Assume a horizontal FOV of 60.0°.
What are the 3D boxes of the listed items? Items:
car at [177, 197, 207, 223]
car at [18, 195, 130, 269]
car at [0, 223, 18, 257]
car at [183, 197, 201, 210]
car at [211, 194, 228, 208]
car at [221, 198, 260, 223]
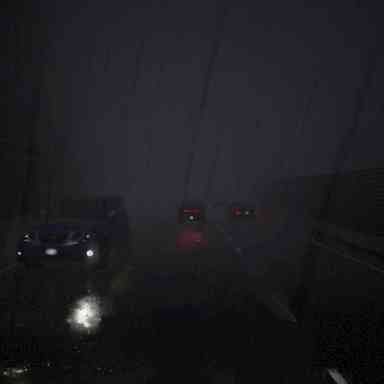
[{"bbox_3d":[-0.008,1.344,23.511,1.837,1.490,4.892,0,1,0],"label":"car"},{"bbox_3d":[-3.542,1.145,11.165,2.150,2.045,5.566,0,0,0],"label":"car"},{"bbox_3d":[-7.110,1.439,9.238,1.837,1.490,4.892,0,1,0],"label":"car"},{"bbox_3d":[-0.009,1.294,39.062,1.994,1.385,4.181,0,0,0],"label":"car"},{"bbox_3d":[3.492,1.067,41.197,2.097,1.767,4.553,0,0,0],"label":"car"},{"bbox_3d":[3.552,1.382,23.975,2.033,1.411,5.357,0,0,0],"label":"car"}]
